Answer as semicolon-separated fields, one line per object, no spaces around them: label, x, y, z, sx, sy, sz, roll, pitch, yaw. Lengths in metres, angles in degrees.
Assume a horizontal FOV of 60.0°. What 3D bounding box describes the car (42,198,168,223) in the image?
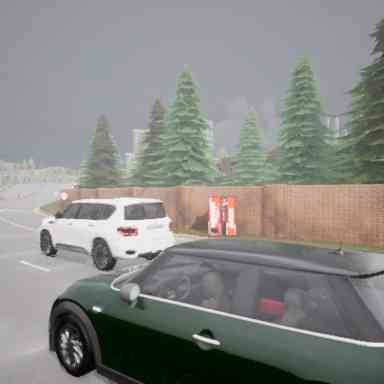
car;-3.054;1.221;11.173;5.566;2.045;2.150;0;0;41

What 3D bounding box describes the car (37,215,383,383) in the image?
car;0.273;1.351;4.018;4.553;1.767;2.097;0;0;36

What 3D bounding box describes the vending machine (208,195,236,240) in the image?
vending machine;1.475;1.195;16.327;0.880;2.100;1.100;0;0;42
